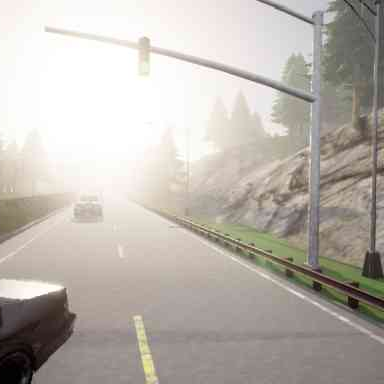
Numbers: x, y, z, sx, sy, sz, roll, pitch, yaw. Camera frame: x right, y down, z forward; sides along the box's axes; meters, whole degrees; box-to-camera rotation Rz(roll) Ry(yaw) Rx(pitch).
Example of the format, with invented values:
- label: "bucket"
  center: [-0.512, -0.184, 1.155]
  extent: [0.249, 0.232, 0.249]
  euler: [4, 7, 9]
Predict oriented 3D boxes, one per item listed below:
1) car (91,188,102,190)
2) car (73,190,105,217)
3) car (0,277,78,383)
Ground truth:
- label: "car"
  center: [-14.597, 0.421, 51.163]
  extent: [2.150, 2.045, 5.566]
  euler: [1, 0, -15]
- label: "car"
  center: [-8.112, 0.990, 26.310]
  extent: [2.097, 1.767, 4.553]
  euler: [1, 0, -15]
- label: "car"
  center: [-3.000, 1.524, 2.242]
  extent: [2.033, 1.411, 5.357]
  euler: [1, 1, 15]
